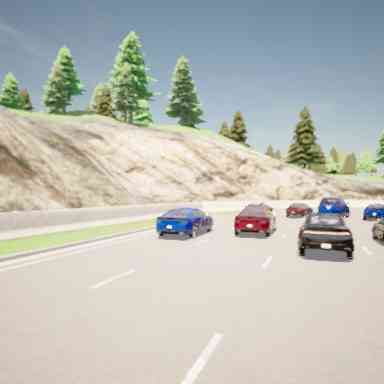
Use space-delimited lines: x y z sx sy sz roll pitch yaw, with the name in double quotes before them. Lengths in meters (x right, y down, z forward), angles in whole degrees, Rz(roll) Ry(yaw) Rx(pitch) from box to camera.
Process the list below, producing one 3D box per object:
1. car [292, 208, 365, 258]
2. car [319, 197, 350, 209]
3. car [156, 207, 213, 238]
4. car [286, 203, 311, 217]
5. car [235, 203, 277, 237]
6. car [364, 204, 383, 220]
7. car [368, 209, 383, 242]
"car" 5.358 1.623 13.472 2.128 1.511 4.902 0 0 20
"car" 13.906 1.551 32.426 2.150 2.045 5.566 0 0 33
"car" -0.249 1.585 18.537 1.882 1.535 5.008 0 0 20
"car" 11.243 1.841 34.558 1.812 1.442 4.674 0 0 34
"car" 3.845 1.631 19.544 1.882 1.535 5.008 0 0 20
"car" 17.659 1.837 31.596 1.882 1.535 5.008 0 0 35
"car" 9.871 1.753 15.643 1.994 1.385 4.181 0 0 20
